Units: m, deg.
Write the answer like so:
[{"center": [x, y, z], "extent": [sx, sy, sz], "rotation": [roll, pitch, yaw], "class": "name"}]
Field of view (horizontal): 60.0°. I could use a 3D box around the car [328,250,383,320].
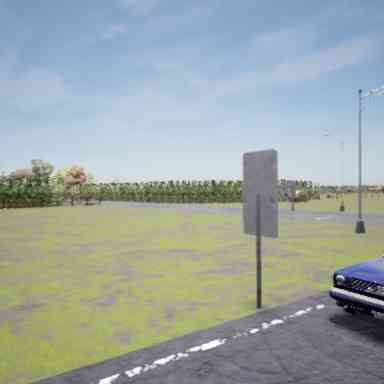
[{"center": [4.670, 1.541, 6.242], "extent": [4.718, 1.301, 1.895], "rotation": [-1, 0, -35], "class": "car"}]
